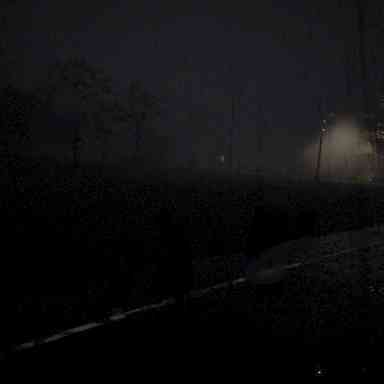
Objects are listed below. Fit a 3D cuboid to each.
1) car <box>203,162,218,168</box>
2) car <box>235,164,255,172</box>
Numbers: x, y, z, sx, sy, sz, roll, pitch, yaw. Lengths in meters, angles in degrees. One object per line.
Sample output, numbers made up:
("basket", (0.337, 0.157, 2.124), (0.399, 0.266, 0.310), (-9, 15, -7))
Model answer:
("car", (5.155, -6.497, 80.641), (2.033, 1.411, 5.357), (-1, 7, -41))
("car", (11.655, -5.376, 73.072), (2.097, 1.767, 4.553), (-1, 7, -41))
